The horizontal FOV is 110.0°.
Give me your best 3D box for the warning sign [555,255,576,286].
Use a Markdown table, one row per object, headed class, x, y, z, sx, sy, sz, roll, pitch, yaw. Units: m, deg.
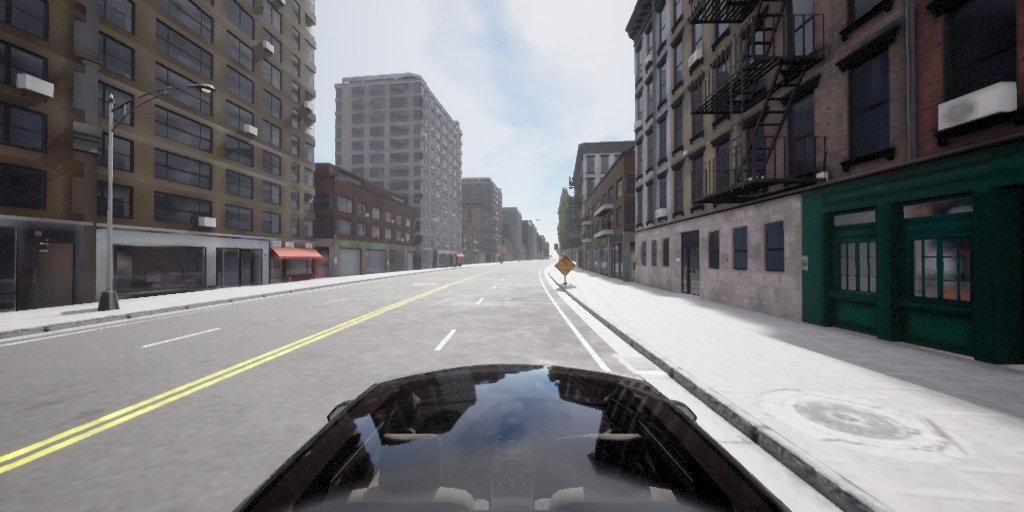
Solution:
| class | x | y | z | sx | sy | sz | roll | pitch | yaw |
| --- | --- | --- | --- | --- | --- | --- | --- | --- | --- |
| warning sign | 3.278 | 0.881 | 22.040 | 1.300 | 1.860 | 1.060 | 0 | 0 | 2 |
